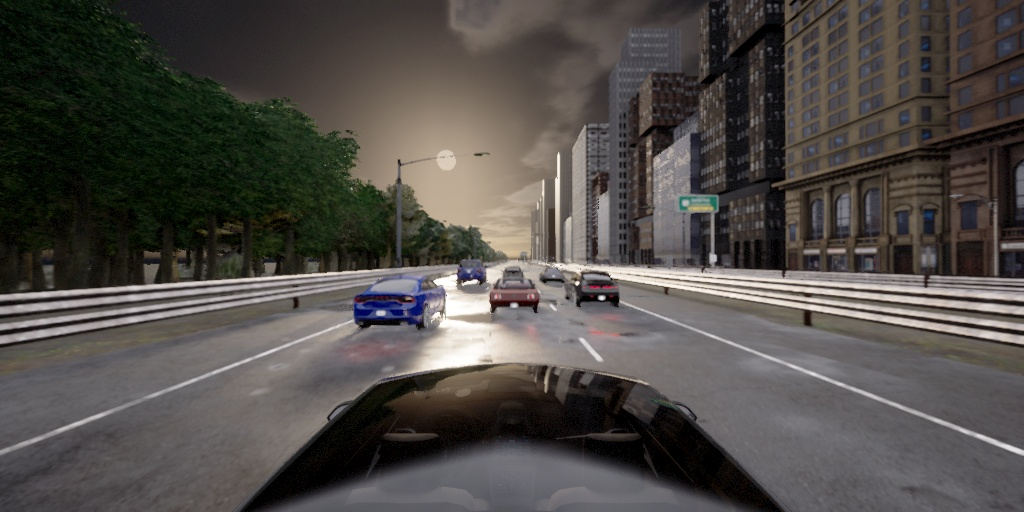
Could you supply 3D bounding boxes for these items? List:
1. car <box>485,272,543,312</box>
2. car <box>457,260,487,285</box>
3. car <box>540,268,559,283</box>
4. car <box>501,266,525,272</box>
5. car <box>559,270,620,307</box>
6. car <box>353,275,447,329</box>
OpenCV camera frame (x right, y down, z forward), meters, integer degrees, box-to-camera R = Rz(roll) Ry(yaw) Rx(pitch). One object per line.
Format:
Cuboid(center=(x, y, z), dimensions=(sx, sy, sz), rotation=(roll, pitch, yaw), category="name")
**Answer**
Cuboid(center=(0.089, 1.536, 15.220), dimensions=(1.895, 1.301, 4.718), rotation=(0, -1, 0), category="car")
Cuboid(center=(-3.414, 1.378, 31.051), dimensions=(2.150, 2.045, 5.566), rotation=(0, -1, 0), category="car")
Cuboid(center=(3.586, 1.745, 32.778), dimensions=(1.994, 1.385, 4.181), rotation=(0, -1, 0), category="car")
Cuboid(center=(0.085, 1.675, 32.088), dimensions=(1.837, 1.490, 4.892), rotation=(0, -1, 0), category="car")
Cuboid(center=(3.589, 1.461, 16.751), dimensions=(1.837, 1.490, 4.892), rotation=(0, -1, 0), category="car")
Cuboid(center=(-3.425, 1.367, 11.868), dimensions=(1.882, 1.535, 5.008), rotation=(0, 0, 0), category="car")
